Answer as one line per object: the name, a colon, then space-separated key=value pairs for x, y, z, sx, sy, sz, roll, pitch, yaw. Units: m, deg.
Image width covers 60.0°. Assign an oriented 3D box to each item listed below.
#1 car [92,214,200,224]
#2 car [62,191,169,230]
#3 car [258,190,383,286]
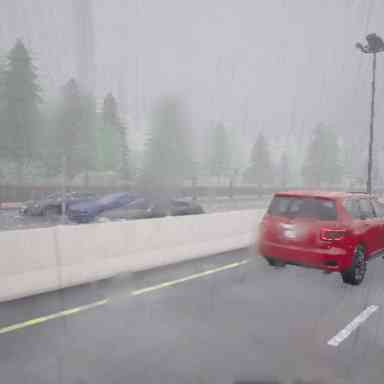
car: x=-1.546 y=0.943 z=13.748 sx=2.128 sy=1.511 sz=4.902 roll=3 pitch=3 yaw=43
car: x=-3.635 y=0.772 z=16.627 sx=1.882 sy=1.535 sz=5.008 roll=3 pitch=3 yaw=43
car: x=3.993 y=0.980 z=9.120 sx=2.150 sy=2.045 sz=5.566 roll=3 pitch=3 yaw=43
